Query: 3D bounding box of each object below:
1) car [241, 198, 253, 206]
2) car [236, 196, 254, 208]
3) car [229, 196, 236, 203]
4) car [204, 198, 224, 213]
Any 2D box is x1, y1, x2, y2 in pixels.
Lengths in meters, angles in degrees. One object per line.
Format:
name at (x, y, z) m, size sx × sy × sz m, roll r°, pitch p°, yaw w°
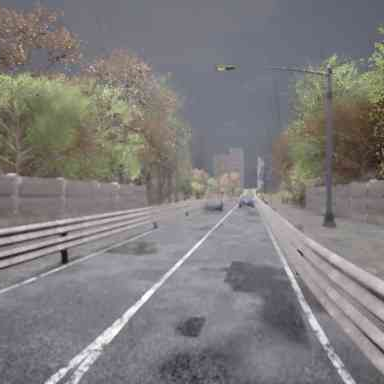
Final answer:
car at (9.662, 1.685, 58.377) m, size 1.994 × 1.385 × 4.181 m, roll 0°, pitch -1°, yaw 10°
car at (7.938, 1.388, 48.537) m, size 2.097 × 1.767 × 4.553 m, roll 0°, pitch 0°, yaw 10°
car at (9.602, 1.716, 76.852) m, size 2.128 × 1.511 × 4.902 m, roll 0°, pitch -1°, yaw 10°
car at (2.535, 1.446, 37.064) m, size 1.882 × 1.535 × 5.008 m, roll 0°, pitch 0°, yaw 10°
